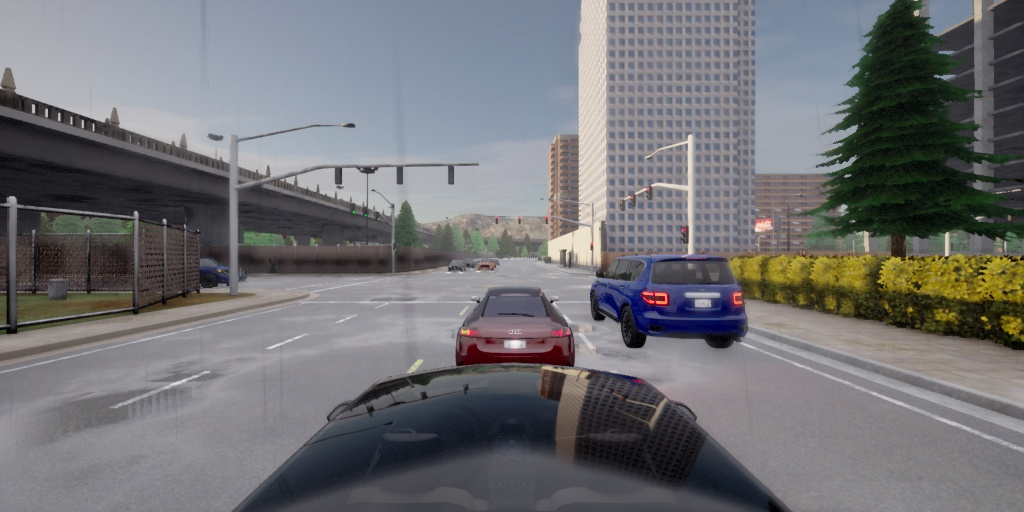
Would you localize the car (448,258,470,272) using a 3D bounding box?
[{"bbox_3d":[-7.088,1.254,46.694,1.837,1.490,4.892,0,0,0],"label":"car"}]

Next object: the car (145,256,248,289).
[{"bbox_3d":[-20.520,1.025,23.188,5.566,2.045,2.150,0,0,0],"label":"car"}]

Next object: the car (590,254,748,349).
[{"bbox_3d":[3.570,0.971,9.331,2.150,2.045,5.566,0,0,1],"label":"car"}]

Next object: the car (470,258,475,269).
[{"bbox_3d":[-7.080,1.101,57.134,2.097,1.767,4.553,0,0,0],"label":"car"}]

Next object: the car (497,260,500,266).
[{"bbox_3d":[-3.576,1.240,58.907,2.128,1.511,4.902,0,0,0],"label":"car"}]

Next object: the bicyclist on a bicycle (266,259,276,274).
[{"bbox_3d":[-25.293,1.106,37.661,0.582,1.620,1.656,0,0,0],"label":"bicyclist on a bicycle"}]

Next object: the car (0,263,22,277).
[{"bbox_3d":[-49.281,1.369,33.771,4.181,1.385,1.994,0,0,1],"label":"car"}]

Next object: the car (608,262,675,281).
[{"bbox_3d":[10.862,1.297,30.312,4.902,1.511,2.128,0,0,-2],"label":"car"}]

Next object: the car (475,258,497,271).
[{"bbox_3d":[-3.581,1.102,49.836,2.097,1.767,4.553,0,0,0],"label":"car"}]

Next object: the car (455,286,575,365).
[{"bbox_3d":[0.064,1.314,7.465,1.994,1.385,4.181,0,0,0],"label":"car"}]
